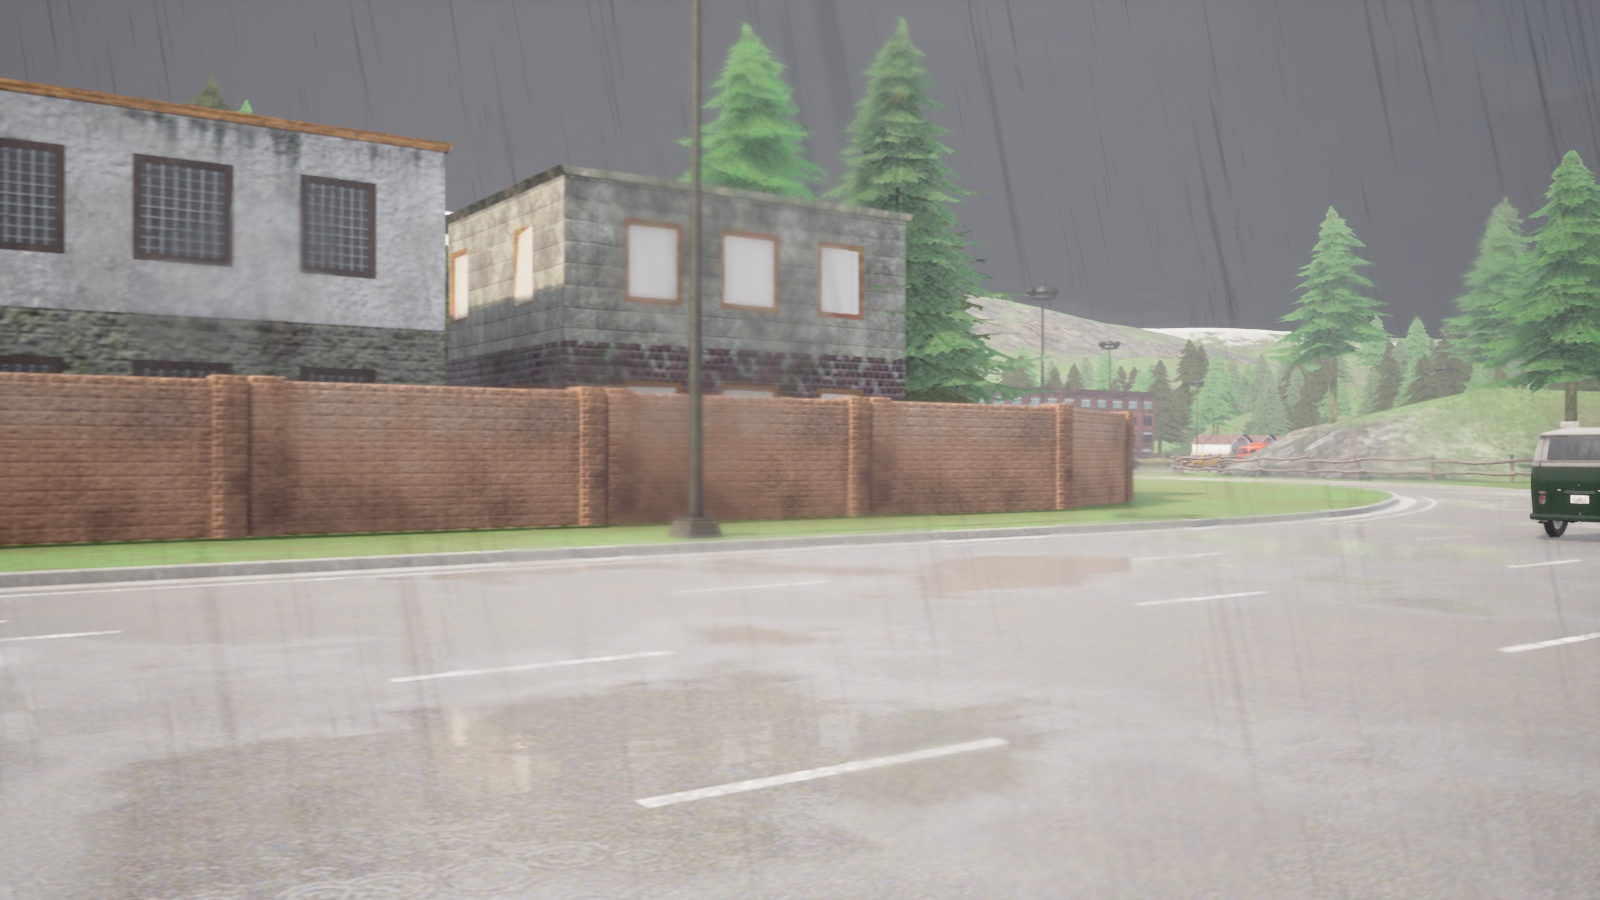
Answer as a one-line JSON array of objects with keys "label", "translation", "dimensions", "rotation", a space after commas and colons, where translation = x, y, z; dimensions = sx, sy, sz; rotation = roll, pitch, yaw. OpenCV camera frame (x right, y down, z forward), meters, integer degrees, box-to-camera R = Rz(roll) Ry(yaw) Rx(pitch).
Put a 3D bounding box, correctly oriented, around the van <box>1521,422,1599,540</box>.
[{"label": "van", "translation": [15.018, 0.521, 22.643], "dimensions": [4.442, 1.987, 1.775], "rotation": [0, 0, -35]}]
